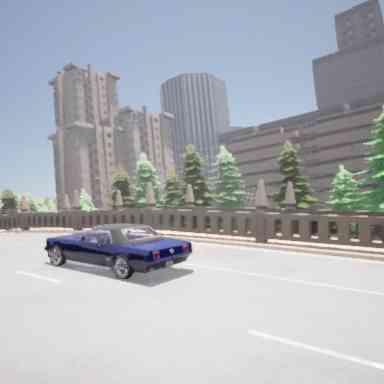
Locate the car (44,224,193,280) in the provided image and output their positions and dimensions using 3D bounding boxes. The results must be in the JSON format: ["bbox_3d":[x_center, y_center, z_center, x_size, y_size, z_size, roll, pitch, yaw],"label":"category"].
[{"bbox_3d":[-2.395,1.623,10.002,4.718,1.301,1.895,-1,0,36],"label":"car"}]
